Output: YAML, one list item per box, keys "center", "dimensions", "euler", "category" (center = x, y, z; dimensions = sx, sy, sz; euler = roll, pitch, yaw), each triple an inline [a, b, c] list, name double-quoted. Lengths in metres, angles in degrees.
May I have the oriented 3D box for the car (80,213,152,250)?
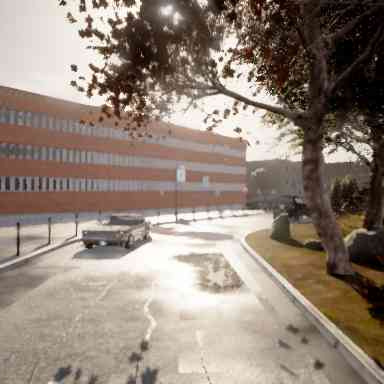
- center: [-3.168, 1.653, 14.792]
  dimensions: [1.895, 1.301, 4.718]
  euler: [0, 0, 6]
  category: "car"

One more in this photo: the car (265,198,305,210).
- center: [13.096, 1.629, 46.953]
  dimensions: [5.008, 1.535, 2.097]
  euler: [0, 0, 38]
  category: "car"

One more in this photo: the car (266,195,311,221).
- center: [8.897, 1.356, 29.195]
  dimensions: [2.150, 2.045, 5.566]
  euler: [0, 0, 37]
  category: "car"

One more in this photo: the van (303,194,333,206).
- center: [21.954, 1.408, 57.960]
  dimensions: [4.442, 1.987, 1.878]
  euler: [0, 0, 38]
  category: "van"

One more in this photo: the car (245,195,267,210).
- center: [9.573, 1.370, 42.533]
  dimensions: [5.566, 2.045, 2.435]
  euler: [0, 0, 38]
  category: "car"

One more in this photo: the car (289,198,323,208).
- center: [18.359, 1.673, 53.598]
  dimensions: [4.674, 1.452, 2.002]
  euler: [0, 0, 38]
  category: "car"

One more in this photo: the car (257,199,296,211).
- center: [11.344, 1.665, 44.733]
  dimensions: [4.674, 1.452, 2.002]
  euler: [0, 0, 38]
  category: "car"

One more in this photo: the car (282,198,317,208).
- center: [16.602, 1.672, 51.384]
  dimensions: [4.674, 1.452, 2.002]
  euler: [0, 0, 38]
  category: "car"
